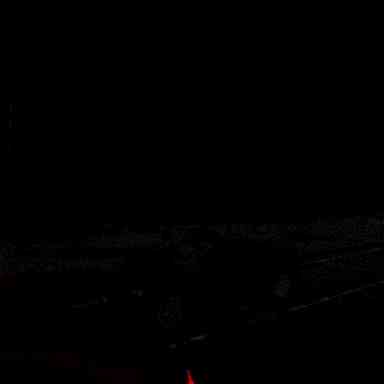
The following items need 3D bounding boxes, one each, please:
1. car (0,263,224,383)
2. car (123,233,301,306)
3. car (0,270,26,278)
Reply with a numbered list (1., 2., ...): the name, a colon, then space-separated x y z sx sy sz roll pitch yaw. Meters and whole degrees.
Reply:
1. car: -1.954 1.559 1.984 4.181 1.385 1.994 1 0 -36
2. car: 0.364 1.583 6.904 4.507 1.381 1.887 1 0 -36
3. car: -4.197 1.532 3.651 4.507 1.381 1.887 1 0 -36
